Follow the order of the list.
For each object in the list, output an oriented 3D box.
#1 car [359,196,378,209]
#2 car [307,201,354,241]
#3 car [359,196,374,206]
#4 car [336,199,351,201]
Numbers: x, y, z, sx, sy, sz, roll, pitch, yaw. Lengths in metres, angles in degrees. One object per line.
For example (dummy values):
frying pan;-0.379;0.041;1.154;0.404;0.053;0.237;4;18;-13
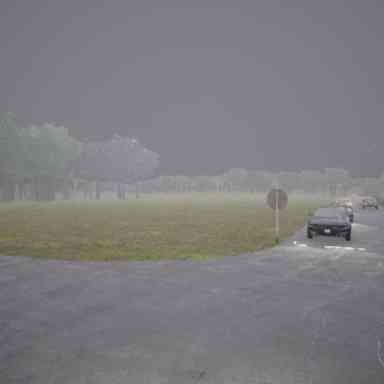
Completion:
car;23.454;1.512;43.869;2.033;1.411;5.357;0;0;26
car;7.096;1.461;16.983;1.882;1.535;5.008;0;0;26
car;28.023;1.439;53.509;1.882;1.535;5.008;0;0;26
car;11.428;1.541;25.903;1.994;1.385;4.181;0;0;25
